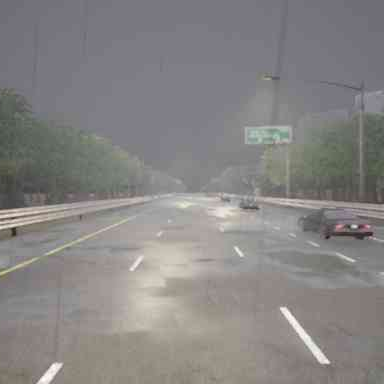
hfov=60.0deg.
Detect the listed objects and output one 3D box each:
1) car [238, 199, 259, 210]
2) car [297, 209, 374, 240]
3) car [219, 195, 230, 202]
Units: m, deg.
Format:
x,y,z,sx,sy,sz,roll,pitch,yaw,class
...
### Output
x,y,z,sx,sy,sz,roll,pitch,yaw,class
7.099,1.543,41.962,1.994,1.385,4.181,0,0,0,car
7.018,1.545,16.879,2.033,1.411,5.357,0,0,0,car
7.218,1.470,73.274,1.812,1.442,4.674,0,0,0,car
